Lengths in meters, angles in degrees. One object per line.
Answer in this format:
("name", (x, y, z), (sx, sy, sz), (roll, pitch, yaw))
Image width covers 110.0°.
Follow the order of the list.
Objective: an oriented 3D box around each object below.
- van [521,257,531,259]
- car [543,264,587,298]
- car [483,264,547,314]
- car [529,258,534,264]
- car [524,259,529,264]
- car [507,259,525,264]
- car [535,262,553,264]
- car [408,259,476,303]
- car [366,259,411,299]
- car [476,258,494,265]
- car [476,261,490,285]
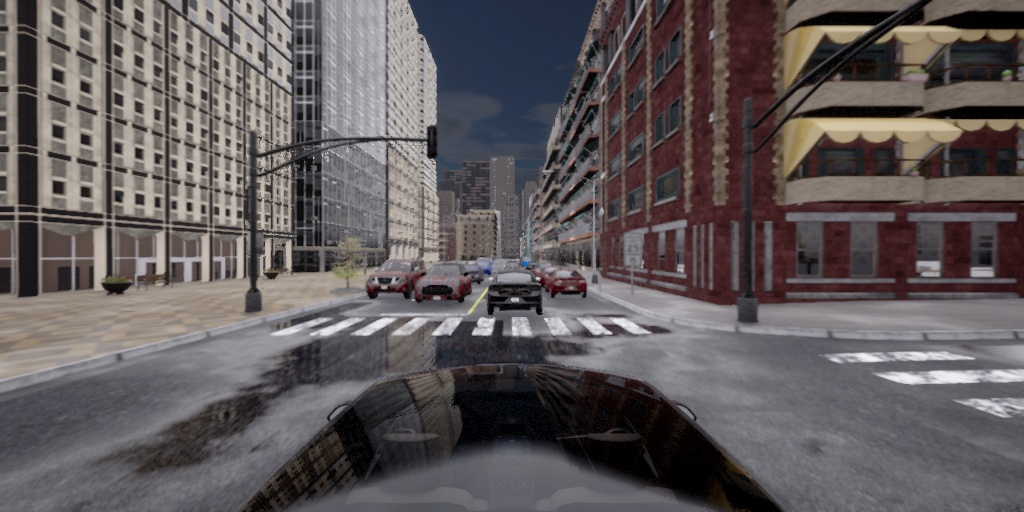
("van", (2.676, 1.189, 62.713), (1.690, 1.789, 3.998), (0, 0, 0))
("car", (2.684, 1.316, 18.493), (1.888, 1.381, 4.507), (0, 0, 0))
("car", (0.096, 1.242, 13.874), (1.882, 1.535, 5.008), (0, 0, 0))
("car", (2.682, 1.225, 29.548), (1.967, 1.591, 4.097), (0, 0, 0))
("car", (2.678, 1.380, 46.131), (1.948, 1.339, 4.313), (0, 0, 0))
("car", (0.089, 1.352, 41.245), (2.033, 1.411, 5.357), (0, 0, 0))
("car", (2.683, 1.323, 24.020), (1.888, 1.381, 4.507), (0, 0, 0))
("car", (-3.074, 1.120, 16.821), (2.097, 1.767, 4.553), (0, 0, -1))
("car", (-5.696, 1.085, 18.492), (2.192, 1.841, 5.009), (0, 0, 0))
("car", (-3.092, 1.276, 37.594), (1.882, 1.535, 5.008), (0, 0, 0))
("car", (-3.088, 1.329, 27.148), (2.033, 1.411, 5.357), (0, 0, 0))
